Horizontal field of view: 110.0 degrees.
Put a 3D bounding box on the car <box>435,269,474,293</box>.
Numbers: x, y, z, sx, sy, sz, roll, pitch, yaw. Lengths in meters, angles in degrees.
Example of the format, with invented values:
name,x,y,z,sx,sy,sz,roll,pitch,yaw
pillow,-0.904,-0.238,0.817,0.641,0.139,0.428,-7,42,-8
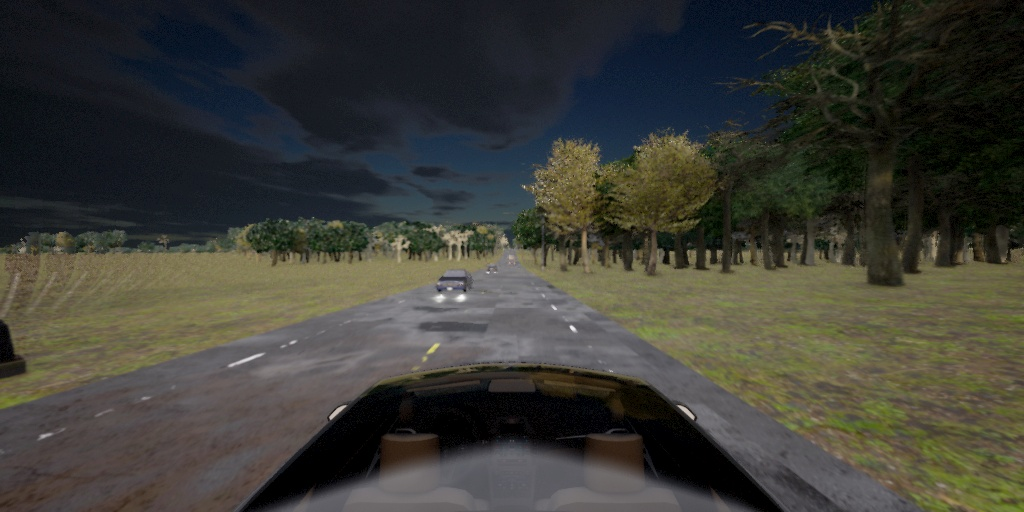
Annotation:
name,x,y,z,sx,sy,sz,roll,pitch,yaw
car,-3.595,1.557,23.398,2.033,1.411,5.357,0,-1,0

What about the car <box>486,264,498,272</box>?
name,x,y,z,sx,sy,sz,roll,pitch,yaw
car,-3.506,2.115,64.139,2.033,1.411,5.357,0,-1,1
